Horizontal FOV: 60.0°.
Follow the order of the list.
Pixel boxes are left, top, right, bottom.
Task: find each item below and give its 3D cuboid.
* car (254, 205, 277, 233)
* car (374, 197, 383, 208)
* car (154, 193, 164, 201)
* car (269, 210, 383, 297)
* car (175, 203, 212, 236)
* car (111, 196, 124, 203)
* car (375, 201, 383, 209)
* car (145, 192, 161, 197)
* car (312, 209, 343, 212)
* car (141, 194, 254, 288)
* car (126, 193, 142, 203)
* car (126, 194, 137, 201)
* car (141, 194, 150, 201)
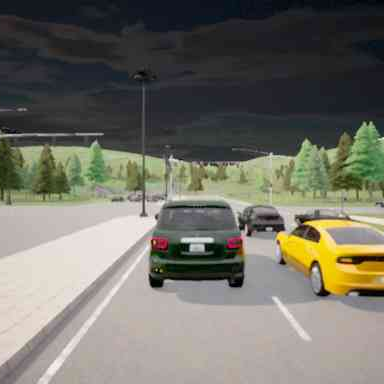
[{"bbox_3d":[3.575,1.467,17.803,1.837,1.490,4.892,0,0,0],"label":"car"},{"bbox_3d":[27.786,1.453,44.935,5.357,1.411,2.033,0,0,1],"label":"car"},{"bbox_3d":[-8.131,1.181,82.767,2.097,1.767,4.553,0,0,0],"label":"car"},{"bbox_3d":[3.587,1.459,8.579,1.882,1.535,5.008,0,0,0],"label":"car"},{"bbox_3d":[0.074,1.464,19.180,1.837,1.490,4.892,0,0,0],"label":"car"},{"bbox_3d":[-15.107,1.413,67.380,1.994,1.385,4.181,0,0,0],"label":"car"},{"bbox_3d":[25.928,1.417,41.456,4.892,1.490,1.837,0,0,1],"label":"car"},{"bbox_3d":[-8.120,1.354,67.070,2.128,1.511,4.902,0,0,0],"label":"car"},{"bbox_3d":[7.075,1.563,17.977,1.895,1.301,4.718,0,0,0],"label":"car"},{"bbox_3d":[0.089,1.202,9.323,2.150,2.045,5.566,0,0,0],"label":"car"},{"bbox_3d":[-11.610,1.384,67.546,1.812,1.442,4.674,0,0,0],"label":"car"},{"bbox_3d":[-15.131,1.325,83.138,1.837,1.490,4.892,0,0,0],"label":"car"},{"bbox_3d":[-11.631,1.349,83.275,1.812,1.442,4.674,0,0,0],"label":"car"}]
